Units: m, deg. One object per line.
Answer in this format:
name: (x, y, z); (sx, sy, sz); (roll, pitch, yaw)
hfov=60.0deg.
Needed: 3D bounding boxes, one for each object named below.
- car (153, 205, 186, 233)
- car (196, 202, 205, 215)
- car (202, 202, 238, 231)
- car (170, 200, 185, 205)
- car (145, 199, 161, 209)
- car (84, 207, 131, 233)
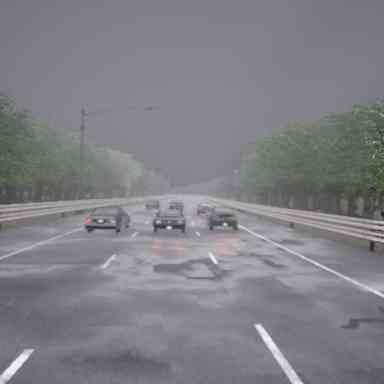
car: (-1.369, 1.730, 20.858); (1.895, 1.301, 4.718); (2, 0, -3)
car: (1.485, 1.881, 37.748); (1.812, 1.442, 4.674); (2, 0, 0)
car: (1.979, 1.752, 22.951); (1.837, 1.490, 4.892); (2, 0, -2)
car: (-2.011, 1.811, 44.341); (1.837, 1.490, 4.892); (2, 0, 0)
car: (-5.531, 1.722, 47.785); (2.128, 1.511, 4.902); (2, 0, 0)
car: (-4.823, 1.564, 19.646); (2.033, 1.411, 5.357); (2, 0, -3)
